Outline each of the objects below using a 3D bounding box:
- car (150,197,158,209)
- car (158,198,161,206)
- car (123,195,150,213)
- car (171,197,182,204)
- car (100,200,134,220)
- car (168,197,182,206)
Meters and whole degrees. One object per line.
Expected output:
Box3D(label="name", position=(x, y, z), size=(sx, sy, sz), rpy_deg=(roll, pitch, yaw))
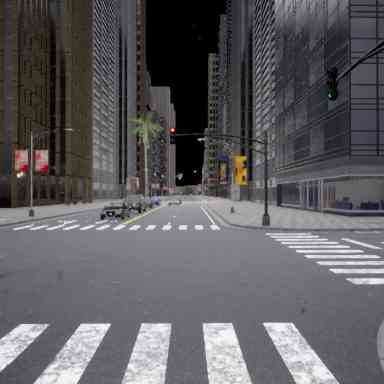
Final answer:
Box3D(label="car", position=(-6.651, 1.484, 48.388), size=(2.097, 1.767, 4.553), rpy_deg=(0, 0, 0))
Box3D(label="car", position=(-6.621, 1.653, 58.528), size=(1.882, 1.535, 5.008), rpy_deg=(0, 0, 0))
Box3D(label="car", position=(-6.647, 1.315, 38.460), size=(2.150, 2.045, 5.566), rpy_deg=(0, 0, 0))
Box3D(label="car", position=(-3.238, 1.790, 69.702), size=(1.994, 1.385, 4.181), rpy_deg=(0, 0, 0))
Box3D(label="car", position=(-6.634, 1.628, 29.136), size=(1.994, 1.385, 4.181), rpy_deg=(0, 0, 0))
Box3D(label="car", position=(-3.226, 1.782, 59.806), size=(1.895, 1.301, 4.718), rpy_deg=(0, 0, 0))
